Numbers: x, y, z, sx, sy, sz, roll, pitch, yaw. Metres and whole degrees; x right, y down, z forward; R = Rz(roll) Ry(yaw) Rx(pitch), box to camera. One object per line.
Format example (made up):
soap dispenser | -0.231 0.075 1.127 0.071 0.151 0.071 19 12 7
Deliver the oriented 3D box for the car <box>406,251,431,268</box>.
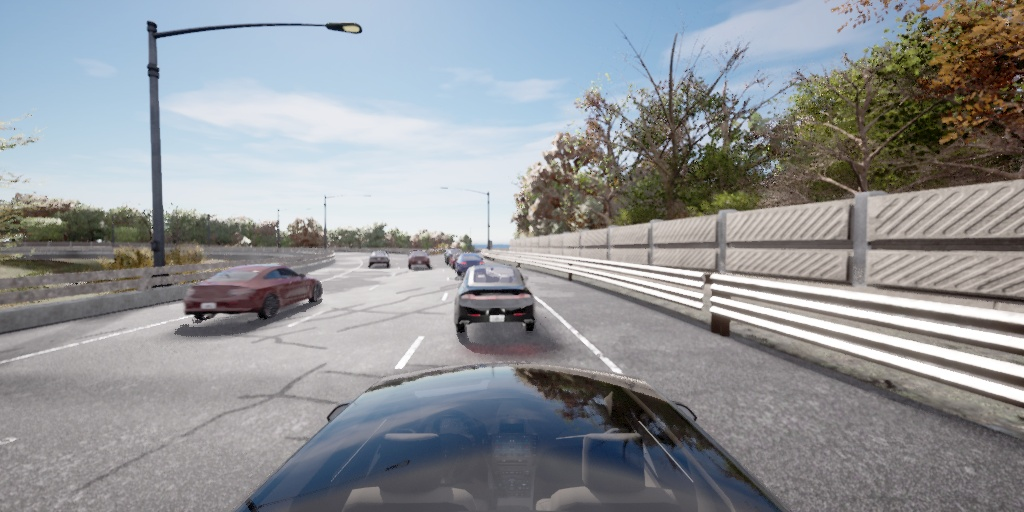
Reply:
car | -8.475 0.297 32.510 1.812 1.442 4.674 -1 2 -16

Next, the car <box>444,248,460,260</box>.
car | -8.202 -0.265 49.111 2.128 1.511 4.902 0 2 -9

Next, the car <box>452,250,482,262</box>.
car | -2.874 0.552 24.457 1.812 1.442 4.674 0 1 -12

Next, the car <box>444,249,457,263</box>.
car | -6.156 0.077 38.339 2.128 1.511 4.902 0 2 -13

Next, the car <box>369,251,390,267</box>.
car | -12.757 0.256 34.526 2.033 1.411 5.357 -1 2 -19

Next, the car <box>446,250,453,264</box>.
car | -4.256 0.435 30.495 1.895 1.301 4.718 0 2 -14

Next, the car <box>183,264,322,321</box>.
car | -7.644 0.980 11.053 1.812 1.442 4.674 0 2 -5

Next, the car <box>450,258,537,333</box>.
car | -0.524 0.986 9.743 2.128 1.511 4.902 0 2 -5
